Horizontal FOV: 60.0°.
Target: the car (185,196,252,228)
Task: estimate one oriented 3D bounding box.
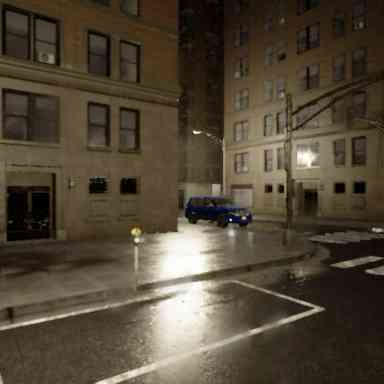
[{"bbox_3d":[1.710,1.330,23.391,2.150,2.045,5.566,0,0,-35],"label":"car"}]
